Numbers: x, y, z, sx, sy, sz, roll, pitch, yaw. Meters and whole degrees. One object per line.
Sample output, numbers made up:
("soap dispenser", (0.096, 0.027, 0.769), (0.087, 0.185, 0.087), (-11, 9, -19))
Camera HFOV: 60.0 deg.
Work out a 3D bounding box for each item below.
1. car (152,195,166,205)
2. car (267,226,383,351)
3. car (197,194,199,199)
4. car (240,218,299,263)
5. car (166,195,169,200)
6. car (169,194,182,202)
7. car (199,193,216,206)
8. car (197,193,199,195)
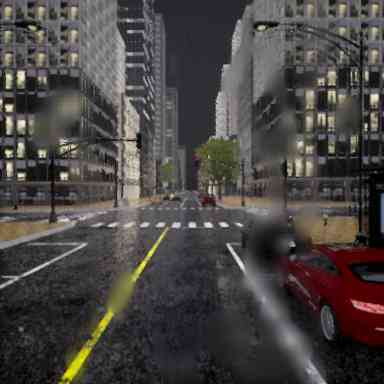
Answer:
("car", (-5.812, 1.402, 56.123), (1.752, 1.417, 4.829), (0, 0, 0))
("car", (2.798, 1.568, 6.063), (1.802, 1.307, 4.206), (-1, 0, 0))
("car", (2.541, 1.430, 67.599), (1.802, 1.307, 4.206), (0, 0, 0))
("car", (2.820, 1.540, 11.749), (1.947, 1.339, 4.313), (-1, 0, 0))
("car", (-5.867, 1.386, 78.847), (1.947, 1.339, 4.313), (0, 0, 0))
("car", (-3.148, 1.396, 69.855), (1.994, 1.385, 4.181), (0, 0, 0))
("car", (2.581, 1.204, 50.677), (2.192, 1.841, 5.009), (-1, 0, 0))
("car", (2.483, 1.102, 90.160), (2.192, 1.841, 5.009), (0, 0, 0))
